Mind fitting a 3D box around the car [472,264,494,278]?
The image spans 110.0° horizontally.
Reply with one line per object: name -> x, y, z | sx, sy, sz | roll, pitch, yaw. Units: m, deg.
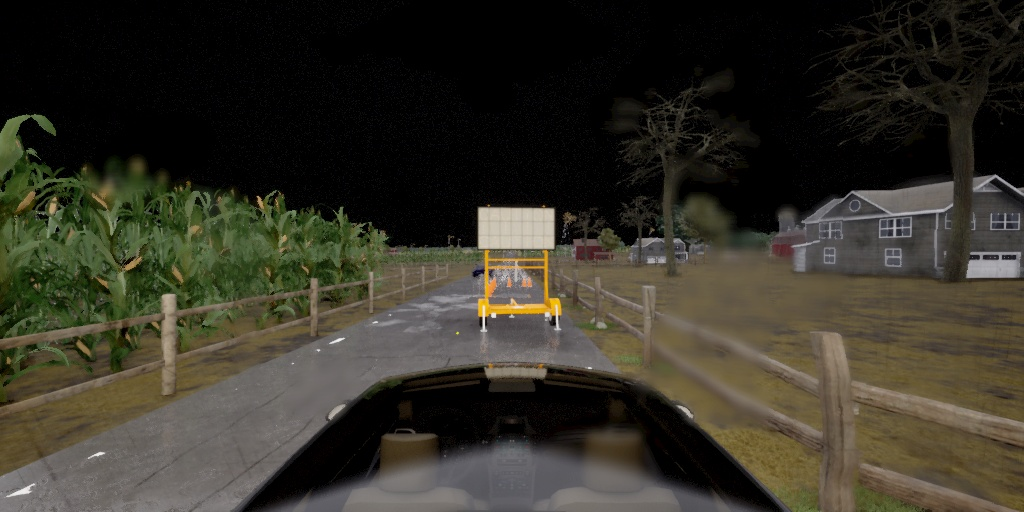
car -> -2.747, 1.430, 34.601 | 1.895, 1.301, 4.718 | 0, 0, 0

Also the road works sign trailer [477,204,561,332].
road works sign trailer -> 0.121, 0.227, 11.037 | 2.380, 3.560, 2.880 | 0, 0, -5
